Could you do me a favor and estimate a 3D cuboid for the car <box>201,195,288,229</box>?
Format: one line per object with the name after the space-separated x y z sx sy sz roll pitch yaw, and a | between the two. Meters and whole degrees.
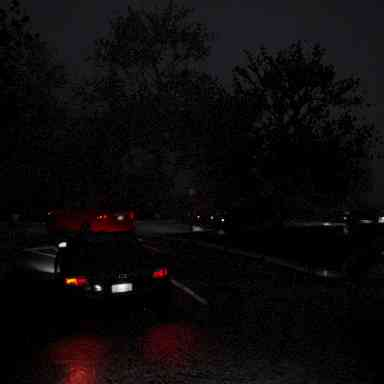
3.745 1.284 22.005 5.566 2.045 2.150 1 0 -26 | car

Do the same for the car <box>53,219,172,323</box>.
-1.933 1.564 7.385 1.994 1.385 4.181 0 0 -23 | car

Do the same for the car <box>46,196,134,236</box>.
-5.141 1.224 16.505 5.566 2.045 2.150 0 0 43 | car

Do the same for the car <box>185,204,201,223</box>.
2.254 1.277 24.793 5.566 2.045 2.150 0 0 -28 | car

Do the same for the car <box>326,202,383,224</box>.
12.956 1.559 26.898 4.553 1.767 2.097 1 -1 -30 | car
